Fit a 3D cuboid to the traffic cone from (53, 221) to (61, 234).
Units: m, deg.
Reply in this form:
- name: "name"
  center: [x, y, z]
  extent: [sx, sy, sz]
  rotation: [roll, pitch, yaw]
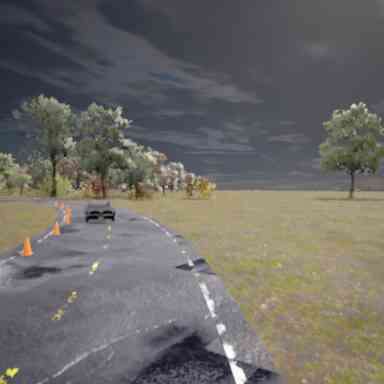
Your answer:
- name: "traffic cone"
  center: [-6.475, 1.707, 15.908]
  extent: [0.340, 0.580, 0.340]
  rotation: [0, 1, -13]

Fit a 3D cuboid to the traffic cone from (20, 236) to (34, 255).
- name: "traffic cone"
  center: [-5.523, 1.786, 11.161]
  extent: [0.340, 0.580, 0.340]
  rotation: [0, 1, -9]

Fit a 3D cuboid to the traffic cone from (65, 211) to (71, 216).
- name: "traffic cone"
  center: [-7.727, 1.625, 20.584]
  extent: [0.340, 0.580, 0.340]
  rotation: [0, 1, -17]

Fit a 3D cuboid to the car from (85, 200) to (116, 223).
- name: "car"
  center: [-6.207, 1.249, 22.360]
  extent: [1.895, 1.301, 4.718]
  rotation: [0, 1, -18]

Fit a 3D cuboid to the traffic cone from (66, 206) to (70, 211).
- name: "traffic cone"
  center: [-9.276, 1.541, 25.171]
  extent: [0.340, 0.580, 0.340]
  rotation: [0, 1, -20]
